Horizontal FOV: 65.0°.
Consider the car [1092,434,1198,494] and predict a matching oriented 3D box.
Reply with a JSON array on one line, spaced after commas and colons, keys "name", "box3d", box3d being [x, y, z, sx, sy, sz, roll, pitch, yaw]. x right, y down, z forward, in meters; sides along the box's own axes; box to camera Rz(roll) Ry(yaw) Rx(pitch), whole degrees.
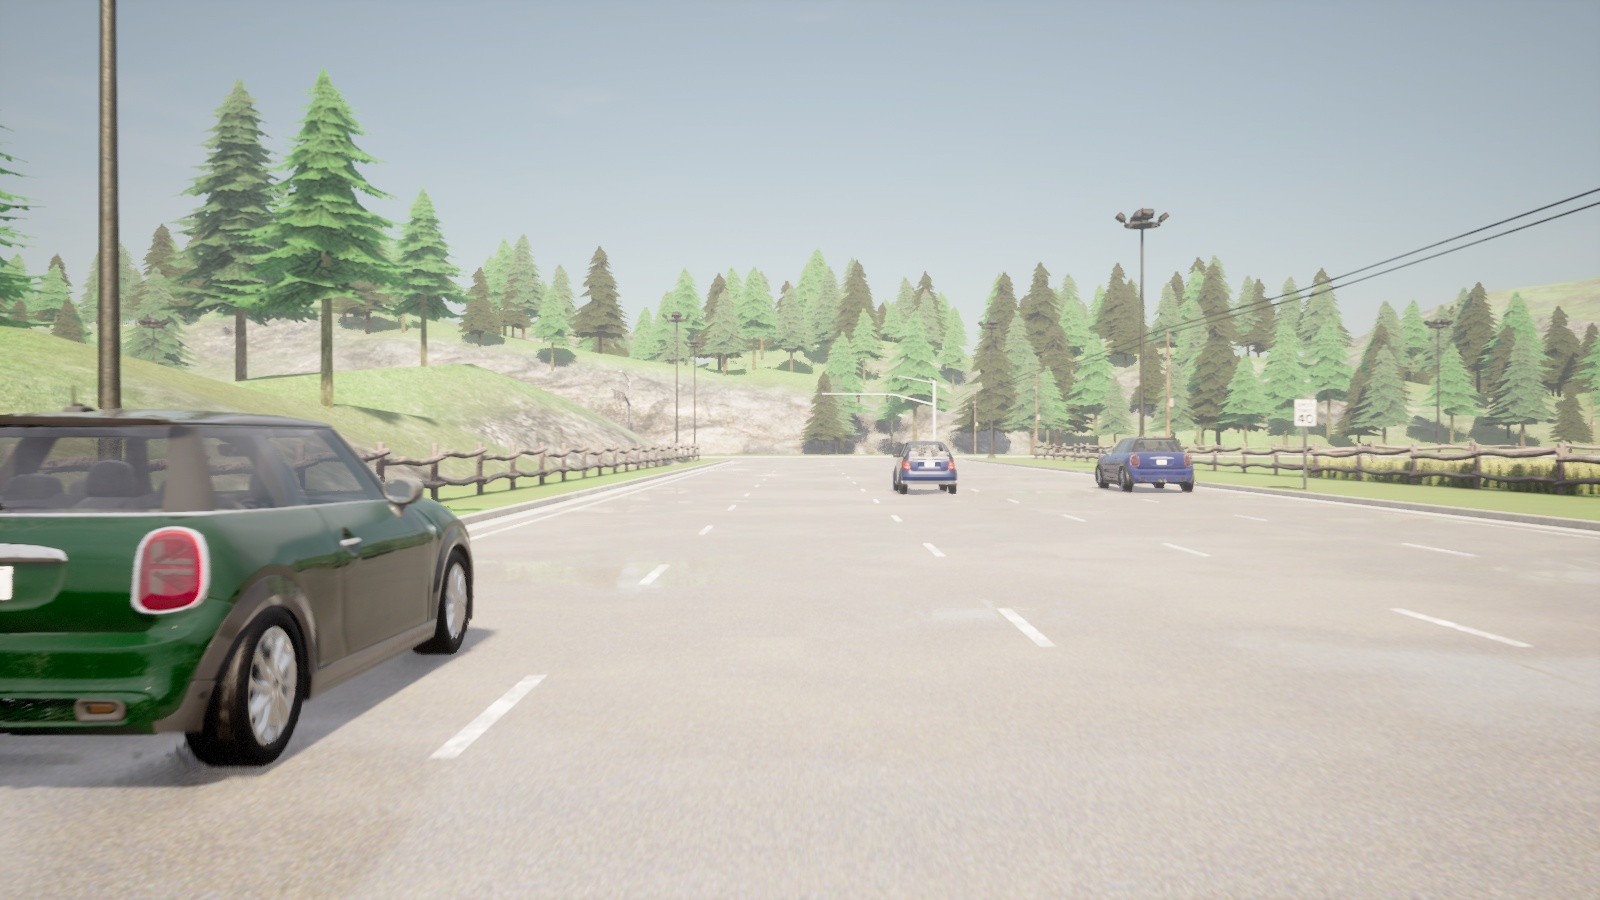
[{"name": "car", "box3d": [10.738, 0.391, 39.436, 2.097, 1.767, 4.553, 0, 0, 0]}]

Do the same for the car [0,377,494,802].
[{"name": "car", "box3d": [-3.442, 0.561, 7.499, 2.097, 1.767, 4.553, 0, 0, 0]}]

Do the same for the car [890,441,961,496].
[{"name": "car", "box3d": [3.729, 0.516, 37.929, 1.789, 1.549, 3.705, 0, 1, 0]}]
